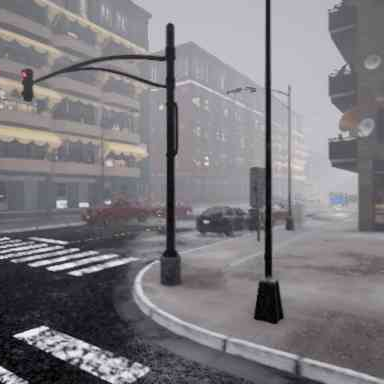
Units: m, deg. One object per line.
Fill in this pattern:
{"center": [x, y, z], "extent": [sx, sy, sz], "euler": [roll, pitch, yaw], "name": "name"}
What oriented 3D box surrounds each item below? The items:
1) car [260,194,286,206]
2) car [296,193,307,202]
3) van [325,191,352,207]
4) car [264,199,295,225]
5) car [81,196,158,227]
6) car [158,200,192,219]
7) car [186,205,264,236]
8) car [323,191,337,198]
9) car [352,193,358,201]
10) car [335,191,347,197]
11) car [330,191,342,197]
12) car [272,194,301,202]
{"center": [11.054, 1.057, 45.259], "extent": [1.947, 1.339, 4.313], "euler": [1, 1, 35], "name": "car"}
{"center": [17.456, 0.898, 54.376], "extent": [1.947, 1.339, 4.313], "euler": [1, 1, 35], "name": "car"}
{"center": [17.889, 0.812, 40.407], "extent": [1.690, 1.788, 3.998], "euler": [1, 1, 35], "name": "van"}
{"center": [5.082, 1.372, 22.175], "extent": [1.802, 1.307, 4.206], "euler": [1, 1, 35], "name": "car"}
{"center": [-4.953, 1.206, 22.461], "extent": [2.192, 1.841, 5.009], "euler": [1, 1, 35], "name": "car"}
{"center": [-1.752, 1.355, 27.024], "extent": [1.887, 1.381, 4.507], "euler": [1, 1, 35], "name": "car"}
{"center": [1.881, 1.436, 17.616], "extent": [1.947, 1.339, 4.313], "euler": [1, 1, 35], "name": "car"}
{"center": [30.262, 0.558, 72.611], "extent": [1.887, 1.381, 4.507], "euler": [1, 1, 35], "name": "car"}
{"center": [24.291, 0.856, 49.526], "extent": [1.887, 1.381, 4.507], "euler": [1, 1, 35], "name": "car"}
{"center": [36.665, 0.437, 81.728], "extent": [1.802, 1.307, 4.206], "euler": [1, 1, 35], "name": "car"}
{"center": [33.463, 0.517, 77.169], "extent": [1.802, 1.307, 4.206], "euler": [1, 1, 35], "name": "car"}
{"center": [8.362, 1.226, 31.366], "extent": [1.994, 1.385, 4.181], "euler": [0, 1, 35], "name": "car"}
